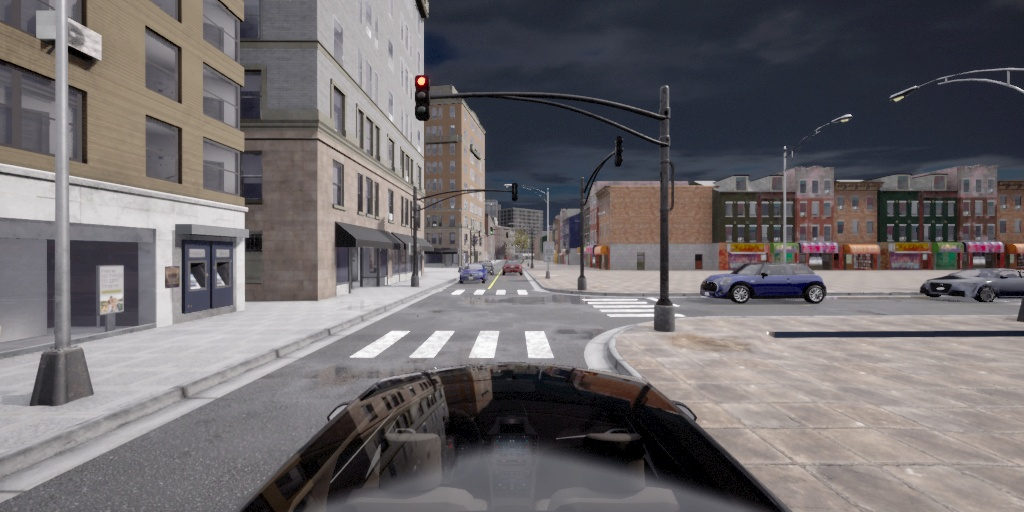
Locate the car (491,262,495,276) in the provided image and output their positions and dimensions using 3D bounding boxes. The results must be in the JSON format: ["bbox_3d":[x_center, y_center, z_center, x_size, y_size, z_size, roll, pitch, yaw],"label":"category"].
[{"bbox_3d":[-2.883,1.262,38.009,1.837,1.490,4.892,0,0,0],"label":"car"}]

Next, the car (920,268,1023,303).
[{"bbox_3d":[20.648,1.229,15.629,4.181,1.385,1.994,0,0,0],"label":"car"}]

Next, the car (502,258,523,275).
[{"bbox_3d":[0.046,1.110,38.904,2.097,1.767,4.553,0,0,0],"label":"car"}]

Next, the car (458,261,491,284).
[{"bbox_3d":[-2.866,1.279,27.476,1.812,1.442,4.674,0,0,0],"label":"car"}]

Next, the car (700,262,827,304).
[{"bbox_3d":[10.743,1.054,15.597,4.553,1.767,2.097,0,0,1],"label":"car"}]
